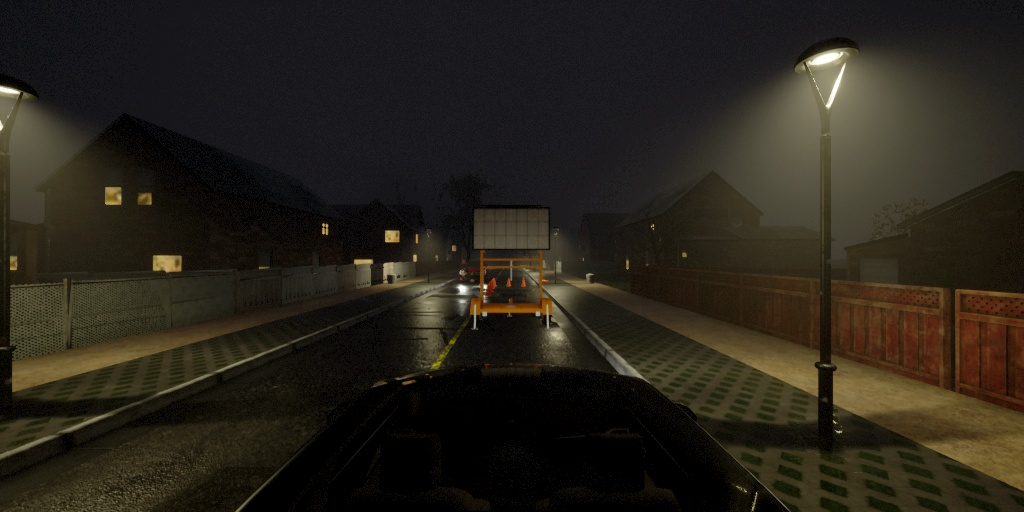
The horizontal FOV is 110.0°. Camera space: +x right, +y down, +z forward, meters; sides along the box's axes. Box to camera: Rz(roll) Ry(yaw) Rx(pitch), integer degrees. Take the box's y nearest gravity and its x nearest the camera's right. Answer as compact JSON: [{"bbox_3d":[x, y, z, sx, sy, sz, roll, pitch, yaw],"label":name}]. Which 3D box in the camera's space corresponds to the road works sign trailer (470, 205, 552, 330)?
[{"bbox_3d":[-0.021,0.221,11.192,2.380,3.560,2.880,0,0,0],"label":"road works sign trailer"}]

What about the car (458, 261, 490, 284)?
[{"bbox_3d":[-2.811,1.158,27.523,2.097,1.767,4.553,0,0,0],"label":"car"}]
